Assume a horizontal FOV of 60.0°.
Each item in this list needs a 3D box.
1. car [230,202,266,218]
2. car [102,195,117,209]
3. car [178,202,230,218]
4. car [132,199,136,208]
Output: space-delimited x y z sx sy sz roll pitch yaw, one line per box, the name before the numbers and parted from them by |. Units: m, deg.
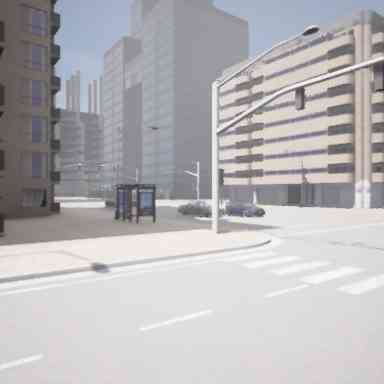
car | 4.900 1.620 31.309 1.994 1.385 4.181 0 0 -36
car | -10.668 1.588 46.717 1.837 1.490 4.892 0 0 -36
car | 0.764 1.605 31.025 2.033 1.411 5.357 0 0 -36
car | -7.433 1.607 48.216 2.033 1.411 5.357 0 0 -36
